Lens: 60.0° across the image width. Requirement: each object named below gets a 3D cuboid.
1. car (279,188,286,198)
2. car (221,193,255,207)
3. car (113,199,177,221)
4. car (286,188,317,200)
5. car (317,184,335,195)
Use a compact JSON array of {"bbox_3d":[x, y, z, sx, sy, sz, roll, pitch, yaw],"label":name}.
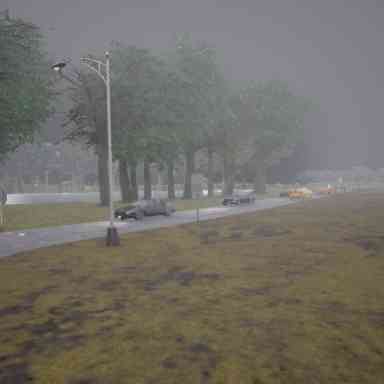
[{"bbox_3d":[14.552,0.083,49.311,1.882,1.535,5.008,-1,1,35],"label":"car"},{"bbox_3d":[5.015,0.827,35.967,1.895,1.301,4.718,-1,1,35],"label":"car"},{"bbox_3d":[-3.293,1.234,24.202,2.033,1.411,5.357,-1,1,35],"label":"car"},{"bbox_3d":[14.732,0.163,44.623,1.882,1.535,5.008,-1,2,35],"label":"car"},{"bbox_3d":[22.369,-0.485,55.471,2.097,1.767,4.553,-1,2,36],"label":"car"}]
